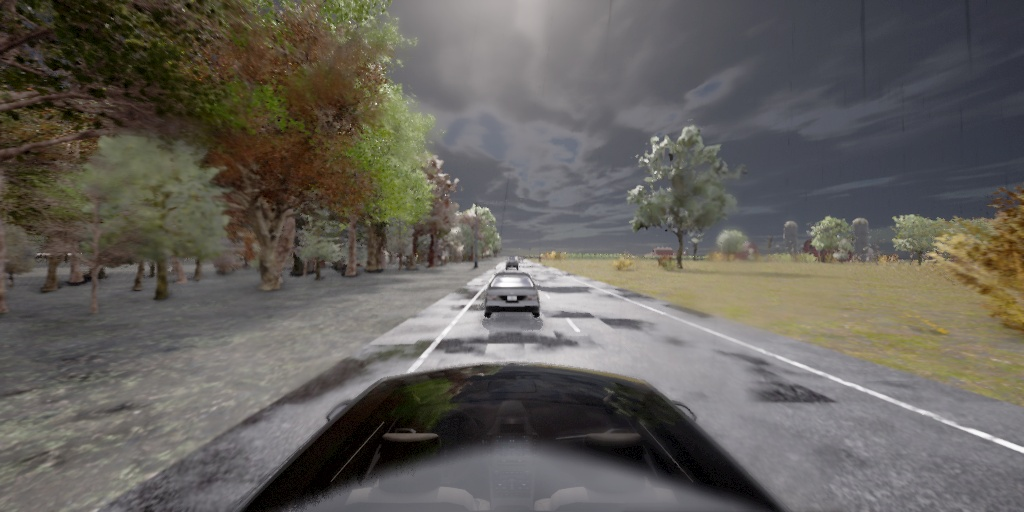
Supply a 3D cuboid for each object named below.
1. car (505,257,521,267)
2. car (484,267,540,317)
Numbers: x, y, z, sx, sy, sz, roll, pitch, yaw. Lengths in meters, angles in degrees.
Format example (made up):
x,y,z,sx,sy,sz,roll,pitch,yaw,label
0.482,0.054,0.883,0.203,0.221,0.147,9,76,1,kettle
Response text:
x,y,z,sx,sy,sz,roll,pitch,yaw,label
0.021,1.236,53.532,1.837,1.490,4.892,0,0,0,car
0.005,1.297,13.152,2.033,1.411,5.357,0,0,0,car
